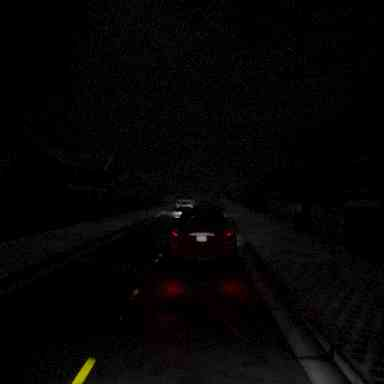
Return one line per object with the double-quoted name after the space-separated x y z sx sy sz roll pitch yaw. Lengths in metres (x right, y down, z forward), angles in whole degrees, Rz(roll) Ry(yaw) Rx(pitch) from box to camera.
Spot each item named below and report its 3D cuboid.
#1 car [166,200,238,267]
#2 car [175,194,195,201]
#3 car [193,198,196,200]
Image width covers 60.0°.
0.376 1.337 11.523 2.097 1.767 4.553 0 0 3 "car"
-0.717 1.218 40.412 2.150 2.045 5.566 0 0 4 "car"
1.383 1.461 28.280 1.882 1.535 5.008 0 0 4 "car"
